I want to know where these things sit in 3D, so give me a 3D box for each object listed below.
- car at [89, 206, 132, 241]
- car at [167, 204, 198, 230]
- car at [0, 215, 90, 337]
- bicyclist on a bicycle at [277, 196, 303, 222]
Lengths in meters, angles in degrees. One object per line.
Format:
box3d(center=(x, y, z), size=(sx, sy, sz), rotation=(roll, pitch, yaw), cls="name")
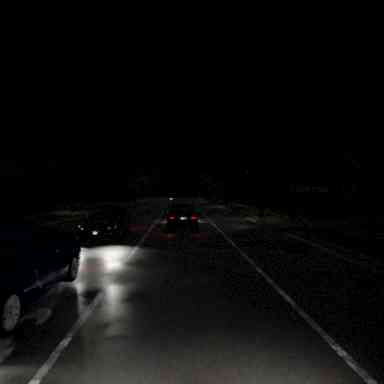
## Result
box3d(center=(-4.133, 1.466, 16.357), size=(1.837, 1.490, 4.892), rotation=(0, 0, -2), cls="car")
box3d(center=(-0.587, 1.472, 20.545), size=(2.033, 1.411, 5.357), rotation=(0, 0, -2), cls="car")
box3d(center=(-3.802, 1.471, 6.807), size=(1.882, 1.535, 5.008), rotation=(0, 0, -2), cls="car")
box3d(center=(6.177, 1.104, 21.027), size=(1.656, 1.620, 0.582), rotation=(0, 0, -2), cls="bicyclist on a bicycle")
